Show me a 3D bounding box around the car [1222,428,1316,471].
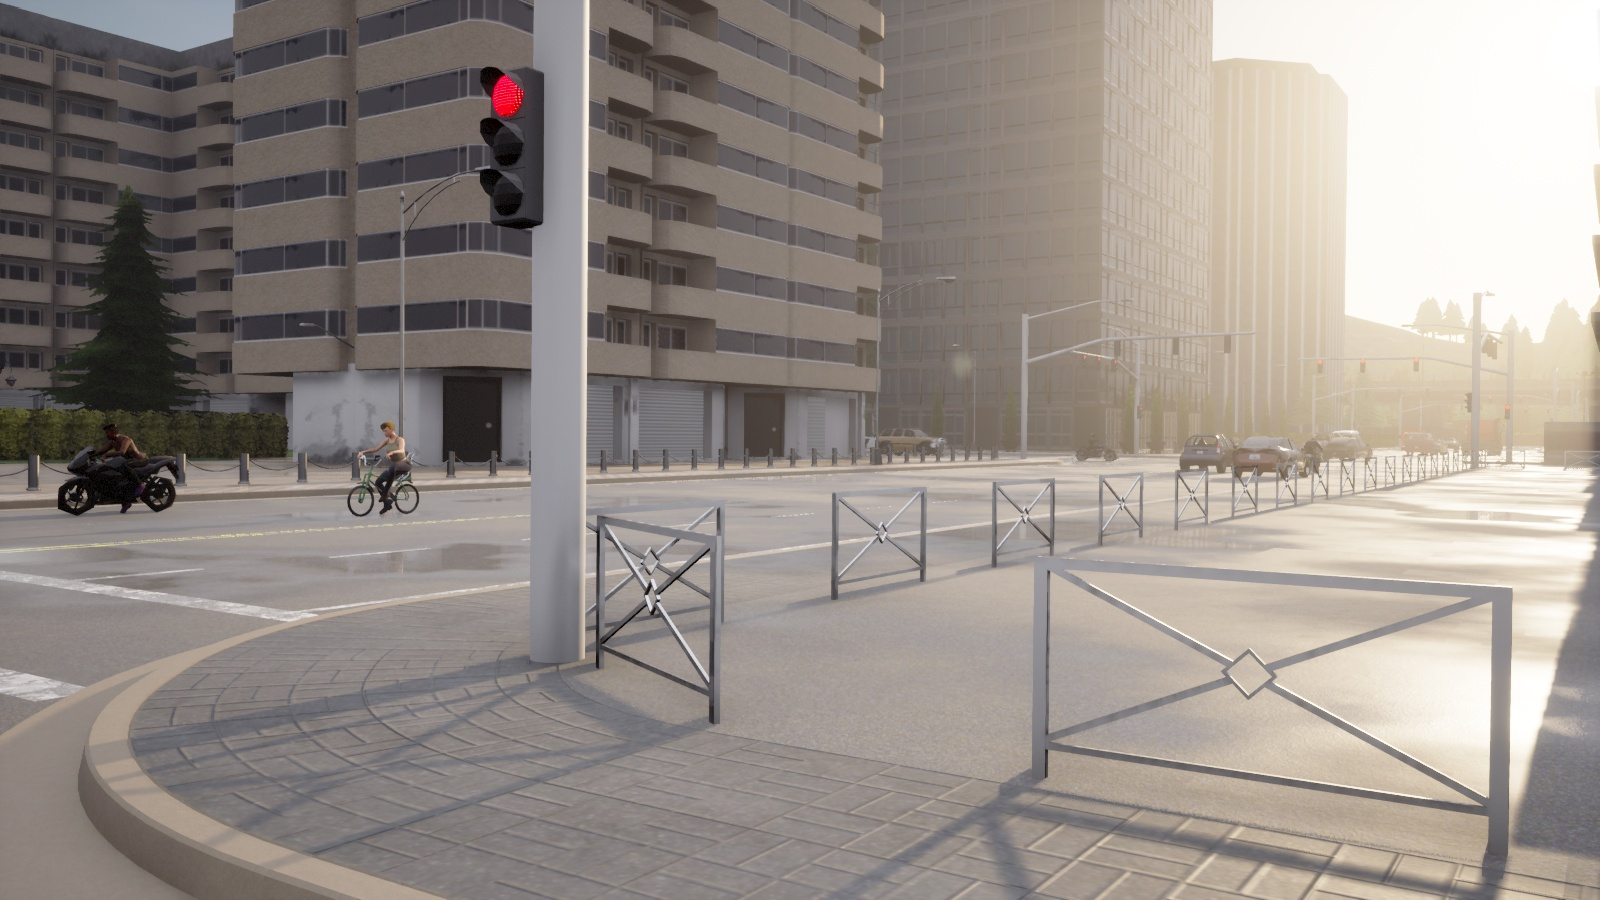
[{"bbox_3d":[17.128,-0.048,45.693,2.163,1.488,4.792,0,1,33],"label":"car"}]

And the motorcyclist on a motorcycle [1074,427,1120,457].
[{"bbox_3d":[16.559,-0.453,69.994,2.350,1.649,0.766,1,1,32],"label":"motorcyclist on a motorcycle"}]

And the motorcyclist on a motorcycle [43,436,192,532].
[{"bbox_3d":[-11.443,0.529,21.112,0.797,1.523,2.044,0,1,33],"label":"motorcyclist on a motorcycle"}]

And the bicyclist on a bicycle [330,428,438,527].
[{"bbox_3d":[-7.076,0.440,21.409,0.866,1.612,1.509,0,1,33],"label":"bicyclist on a bicycle"}]

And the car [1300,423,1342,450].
[{"bbox_3d":[36.743,-0.994,88.571,1.932,1.855,4.605,0,1,33],"label":"car"}]

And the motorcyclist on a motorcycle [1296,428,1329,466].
[{"bbox_3d":[21.191,-0.134,51.919,0.866,1.530,2.191,0,1,33],"label":"motorcyclist on a motorcycle"}]

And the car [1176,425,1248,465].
[{"bbox_3d":[17.102,-0.236,52.056,1.851,1.617,3.988,0,1,33],"label":"car"}]

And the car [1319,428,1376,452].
[{"bbox_3d":[34.355,-0.651,78.738,1.837,1.490,4.892,1,1,42],"label":"car"}]

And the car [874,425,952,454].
[{"bbox_3d":[7.180,-0.666,80.126,4.605,1.855,1.932,0,1,33],"label":"car"}]
